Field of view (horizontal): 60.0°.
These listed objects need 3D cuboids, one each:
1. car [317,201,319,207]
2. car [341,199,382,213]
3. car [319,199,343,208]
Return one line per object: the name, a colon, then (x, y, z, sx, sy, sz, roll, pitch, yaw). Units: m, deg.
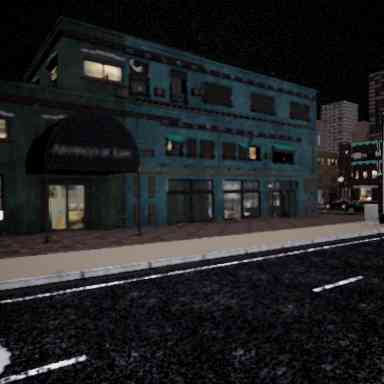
car: (18.928, 1.860, 54.673, 1.802, 1.307, 4.206, -2, 0, -35)
car: (20.062, 1.776, 38.437, 1.947, 1.339, 4.313, -2, 0, -35)
car: (22.141, 1.764, 50.165, 2.008, 1.369, 4.403, -2, 0, -35)
